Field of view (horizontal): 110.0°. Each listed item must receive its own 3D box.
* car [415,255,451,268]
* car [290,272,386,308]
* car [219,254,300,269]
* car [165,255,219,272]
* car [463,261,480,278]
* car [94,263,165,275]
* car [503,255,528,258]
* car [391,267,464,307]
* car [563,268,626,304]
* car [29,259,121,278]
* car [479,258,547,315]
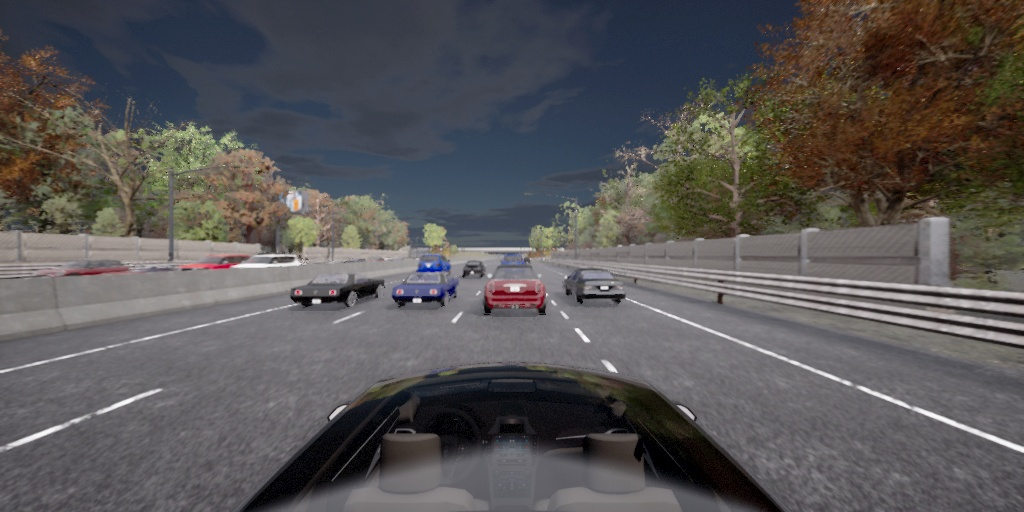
[{"bbox_3d":[-6.910,0.893,32.336,2.150,2.045,5.566,0,0,0],"label":"car"},{"bbox_3d":[-6.905,1.315,14.894,1.895,1.301,4.718,0,0,0],"label":"car"},{"bbox_3d":[-17.607,0.908,25.829,2.150,2.045,5.566,0,0,0],"label":"car"},{"bbox_3d":[-21.105,0.908,25.880,2.150,2.045,5.566,0,0,0],"label":"car"},{"bbox_3d":[-3.408,1.174,33.082,1.837,1.490,4.892,0,0,0],"label":"car"},{"bbox_3d":[-24.605,1.290,24.384,1.895,1.301,4.718,0,0,0],"label":"car"},{"bbox_3d":[0.090,0.893,32.387,2.150,2.045,5.566,0,0,0],"label":"car"},{"bbox_3d":[-3.403,1.315,15.104,1.895,1.301,4.718,0,0,0],"label":"car"},{"bbox_3d":[3.520,1.257,16.156,2.033,1.411,5.357,0,0,0],"label":"car"},{"bbox_3d":[-28.103,1.043,23.562,2.097,1.767,4.553,0,0,0],"label":"car"},{"bbox_3d":[0.095,1.070,13.613,2.097,1.767,4.553,0,0,0],"label":"car"}]
